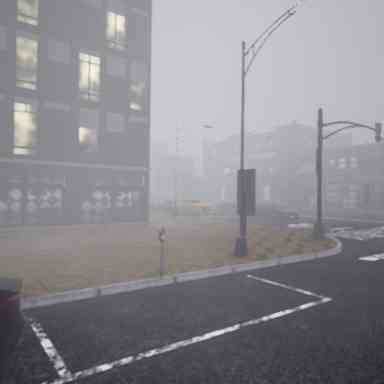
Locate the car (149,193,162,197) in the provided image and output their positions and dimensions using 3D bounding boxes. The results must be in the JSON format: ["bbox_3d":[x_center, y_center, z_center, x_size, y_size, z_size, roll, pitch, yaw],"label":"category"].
[{"bbox_3d":[-5.524,1.230,37.149,1.967,1.590,4.097,2,-1,-36],"label":"car"}]

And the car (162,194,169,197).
[{"bbox_3d":[-2.067,1.413,46.583,2.008,1.369,4.403,2,-1,-36],"label":"car"}]

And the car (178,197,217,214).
[{"bbox_3d":[-0.028,1.384,34.028,1.882,1.535,5.008,1,0,-36],"label":"car"}]

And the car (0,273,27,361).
[{"bbox_3d":[-4.164,1.549,3.581,4.313,1.339,1.947,1,0,-36],"label":"car"}]

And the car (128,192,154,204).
[{"bbox_3d":[-8.634,1.032,55.519,2.192,1.841,5.009,2,0,-36],"label":"car"}]

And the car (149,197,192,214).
[{"bbox_3d":[-2.241,1.441,32.681,1.802,1.307,4.206,2,-1,-36],"label":"car"}]

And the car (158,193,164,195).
[{"bbox_3d":[-5.346,1.105,51.051,2.192,1.841,5.009,2,-1,-36],"label":"car"}]

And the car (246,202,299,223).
[{"bbox_3d":[6.118,1.600,25.681,1.994,1.385,4.181,1,0,-36],"label":"car"}]

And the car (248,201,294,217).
[{"bbox_3d":[7.794,1.654,33.181,1.802,1.307,4.206,2,-1,-36],"label":"car"}]

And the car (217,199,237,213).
[{"bbox_3d":[4.510,1.443,37.650,1.967,1.590,4.097,2,-1,-36],"label":"car"}]
